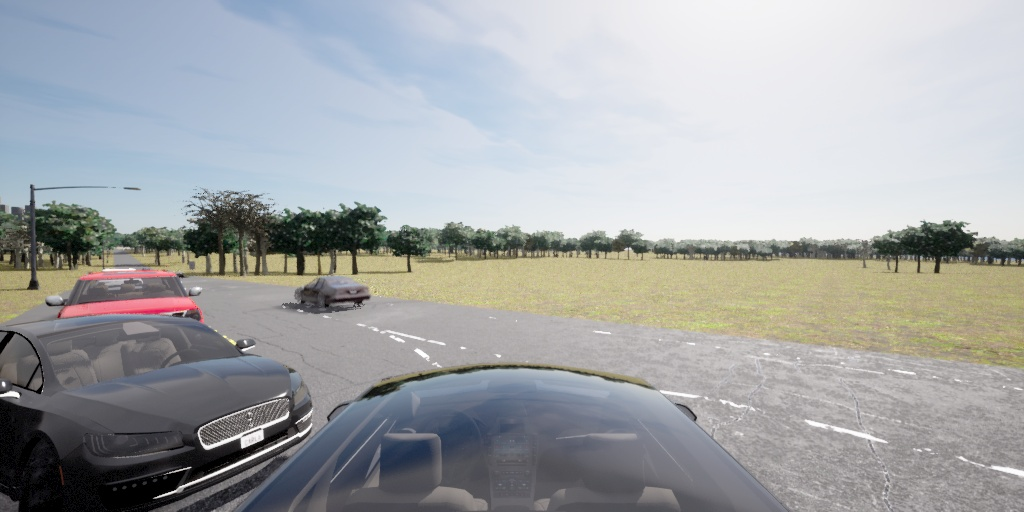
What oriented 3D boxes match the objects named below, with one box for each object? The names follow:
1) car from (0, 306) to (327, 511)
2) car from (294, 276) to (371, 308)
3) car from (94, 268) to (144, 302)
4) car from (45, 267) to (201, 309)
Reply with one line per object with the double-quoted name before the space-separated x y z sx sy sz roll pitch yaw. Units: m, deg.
"car" -4.488 1.445 4.028 4.892 1.490 1.837 -3 -3 22
"car" -9.073 1.735 17.963 5.357 1.411 2.033 -2 0 42
"car" -27.585 1.890 25.203 5.566 2.045 2.150 -2 0 42
"car" -9.310 1.386 8.766 5.566 2.045 2.150 -2 0 42
